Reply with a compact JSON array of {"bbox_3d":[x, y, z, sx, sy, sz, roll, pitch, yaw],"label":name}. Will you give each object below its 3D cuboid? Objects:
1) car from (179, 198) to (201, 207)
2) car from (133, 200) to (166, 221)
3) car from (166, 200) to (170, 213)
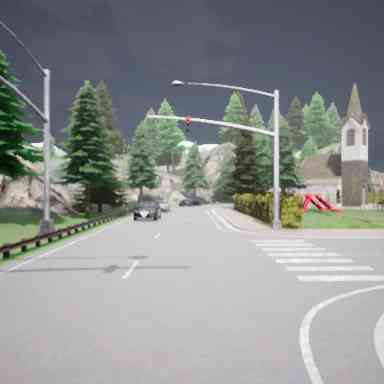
[{"bbox_3d":[-0.336,1.567,50.911,1.994,1.385,4.181,0,0,29],"label":"car"},{"bbox_3d":[-3.612,1.493,27.493,2.128,1.511,4.902,0,0,0],"label":"car"},{"bbox_3d":[-3.570,1.603,37.494,1.895,1.301,4.718,0,0,2],"label":"car"}]
